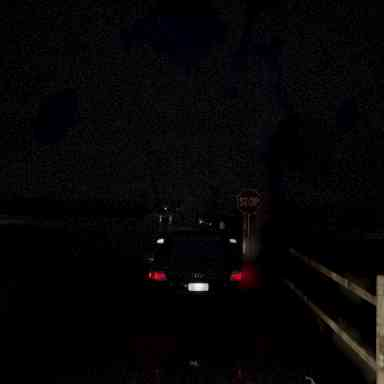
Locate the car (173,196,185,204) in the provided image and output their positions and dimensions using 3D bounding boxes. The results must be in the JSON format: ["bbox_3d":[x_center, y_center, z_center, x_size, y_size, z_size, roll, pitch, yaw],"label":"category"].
[{"bbox_3d":[-2.612,1.619,68.234,2.033,1.411,5.357,0,0,1],"label":"car"}]

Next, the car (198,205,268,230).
[{"bbox_3d":[2.676,1.655,21.605,4.892,1.490,1.837,1,0,-28],"label":"car"}]

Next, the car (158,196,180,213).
[{"bbox_3d":[-2.763,1.518,37.446,2.128,1.511,4.902,0,0,0],"label":"car"}]

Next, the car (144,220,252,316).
[{"bbox_3d":[0.112,1.567,7.595,1.994,1.385,4.181,0,0,0],"label":"car"}]

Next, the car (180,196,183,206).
[{"bbox_3d":[-2.734,1.600,47.441,1.994,1.385,4.181,0,0,0],"label":"car"}]
